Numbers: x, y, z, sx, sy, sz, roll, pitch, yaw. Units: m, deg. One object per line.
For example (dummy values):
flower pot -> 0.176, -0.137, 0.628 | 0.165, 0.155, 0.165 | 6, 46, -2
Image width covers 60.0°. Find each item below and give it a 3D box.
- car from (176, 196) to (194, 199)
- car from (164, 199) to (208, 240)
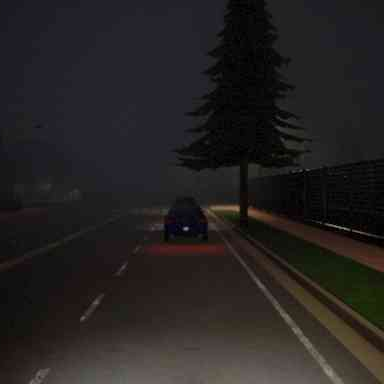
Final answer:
car -> -0.533, 1.068, 26.086 | 2.097, 1.767, 4.553 | 0, 1, -1
car -> -0.290, 1.305, 15.801 | 1.882, 1.535, 5.008 | 0, 0, -1
